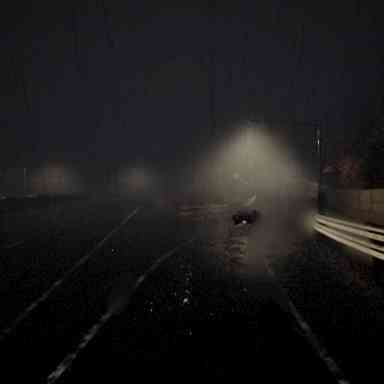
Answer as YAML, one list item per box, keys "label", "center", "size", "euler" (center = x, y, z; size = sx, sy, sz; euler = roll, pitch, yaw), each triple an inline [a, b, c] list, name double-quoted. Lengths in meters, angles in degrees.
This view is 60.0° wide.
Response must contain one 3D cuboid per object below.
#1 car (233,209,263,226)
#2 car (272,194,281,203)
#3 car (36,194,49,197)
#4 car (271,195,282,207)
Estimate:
- label: "car"
  center: [4.897, 2.141, 28.508]
  size: [1.895, 1.301, 4.718]
  euler: [1, -1, 19]
- label: "car"
  center: [18.215, 1.351, 71.630]
  size: [1.812, 1.442, 4.674]
  euler: [1, 4, 13]
- label: "car"
  center: [-28.487, 1.155, 63.297]
  size: [2.097, 1.767, 4.553]
  euler: [0, 0, -6]
- label: "car"
  center: [15.737, 1.891, 61.838]
  size: [1.882, 1.535, 5.008]
  euler: [1, 2, 14]
